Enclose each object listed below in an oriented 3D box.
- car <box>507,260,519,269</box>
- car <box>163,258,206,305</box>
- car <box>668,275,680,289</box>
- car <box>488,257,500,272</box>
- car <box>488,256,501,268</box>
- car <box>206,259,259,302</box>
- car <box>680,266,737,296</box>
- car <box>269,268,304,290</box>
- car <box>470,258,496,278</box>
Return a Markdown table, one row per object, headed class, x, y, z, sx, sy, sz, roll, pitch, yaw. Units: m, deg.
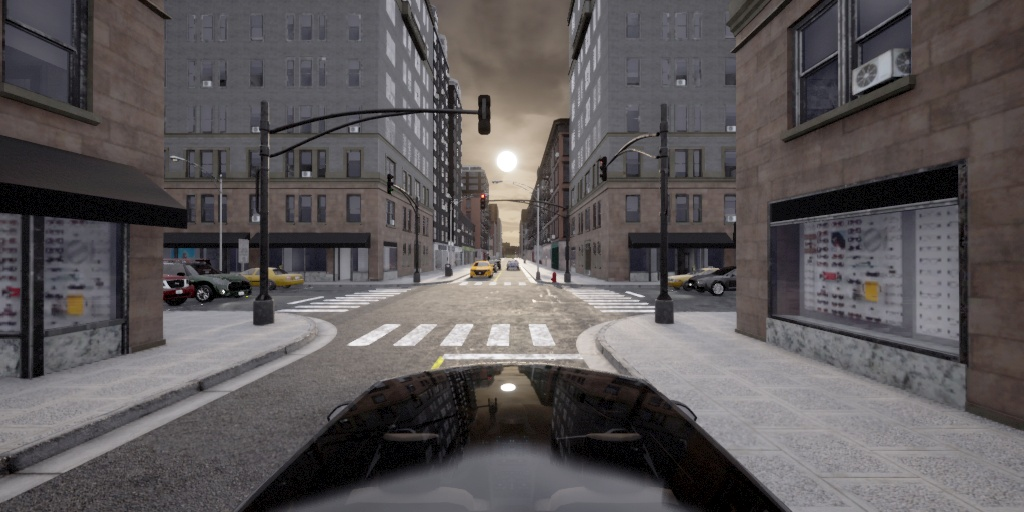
| class | x | y | z | sx | sy | sz | roll | pitch | yaw |
| --- | --- | --- | --- | --- | --- | --- | --- | --- | --- |
| car | 0.141 | 1.279 | 55.817 | 2.033 | 1.411 | 5.357 | 0 | 0 | 0 |
| car | -15.090 | 1.035 | 13.549 | 5.009 | 1.841 | 2.192 | 0 | 0 | 0 |
| car | 11.649 | 1.304 | 21.516 | 4.829 | 1.417 | 1.751 | 0 | 0 | 0 |
| car | -2.816 | 1.244 | 44.303 | 1.837 | 1.490 | 4.892 | 0 | 0 | 0 |
| car | -2.801 | 0.953 | 54.896 | 2.150 | 2.045 | 5.566 | 0 | 0 | 0 |
| car | -14.378 | 1.084 | 16.089 | 4.553 | 1.767 | 2.097 | 0 | 0 | 0 |
| car | 11.899 | 1.273 | 18.970 | 4.892 | 1.490 | 1.837 | 0 | 0 | 1 |
| car | -15.234 | 1.279 | 21.575 | 4.829 | 1.417 | 1.751 | 0 | 0 | 0 |
| car | -2.821 | 1.222 | 33.900 | 1.882 | 1.535 | 5.008 | 0 | 0 | 0 |
